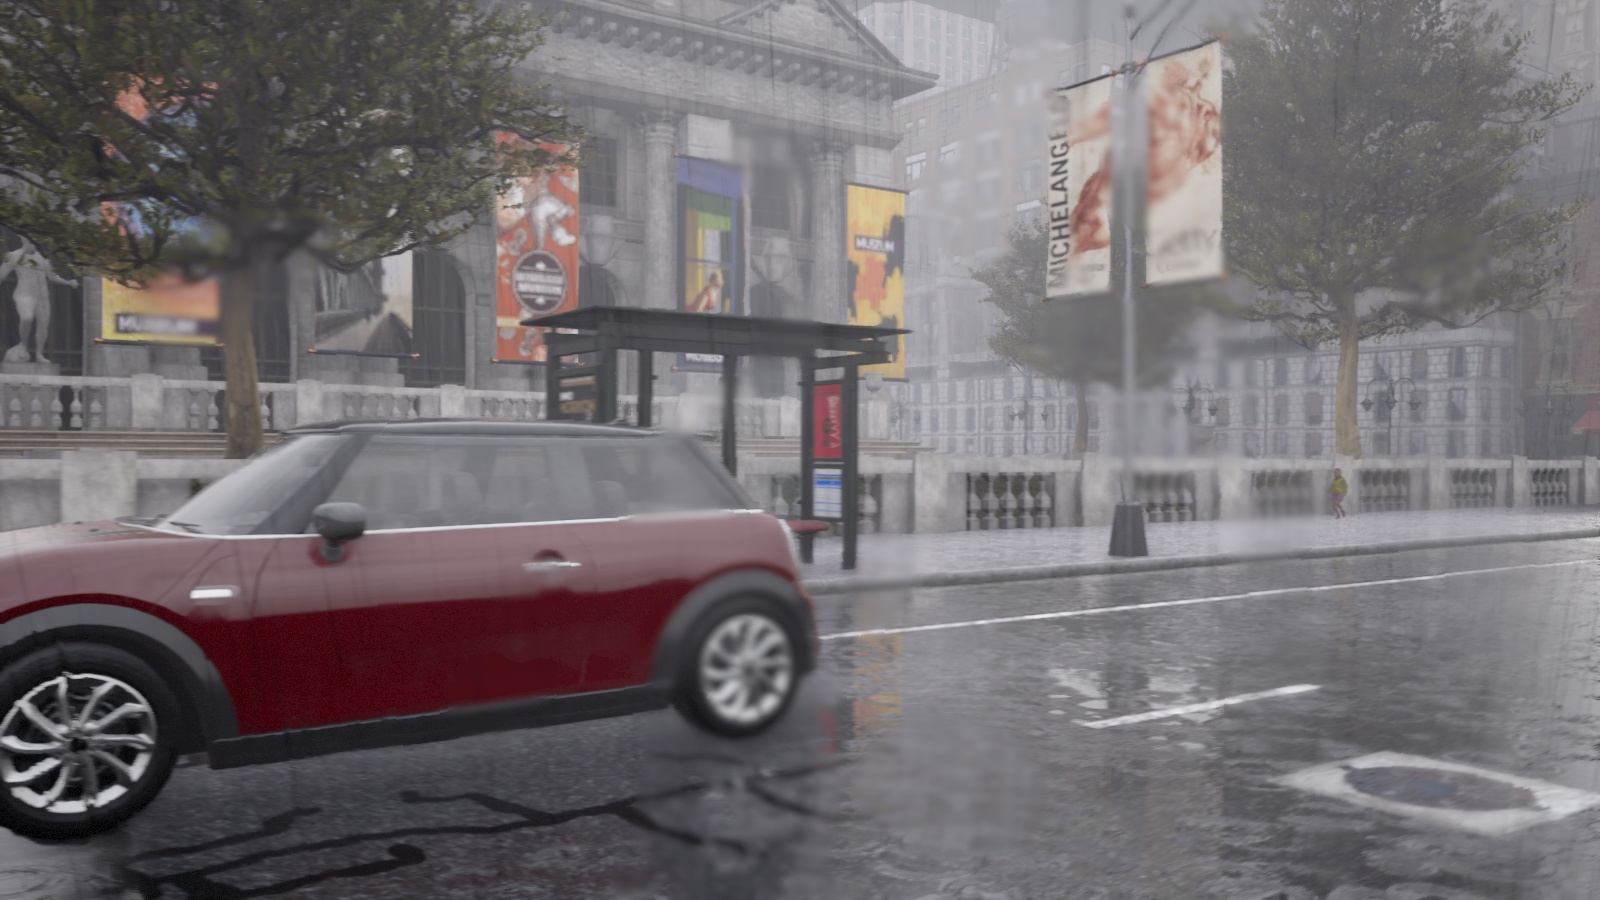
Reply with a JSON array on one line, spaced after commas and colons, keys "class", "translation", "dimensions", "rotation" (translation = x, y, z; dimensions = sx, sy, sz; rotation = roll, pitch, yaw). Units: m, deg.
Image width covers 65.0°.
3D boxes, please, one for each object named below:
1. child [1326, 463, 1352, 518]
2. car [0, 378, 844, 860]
[{"class": "child", "translation": [11.533, 0.867, 26.856], "dimensions": [0.473, 1.160, 0.299], "rotation": [0, 0, -34]}, {"class": "car", "translation": [-2.227, 0.627, 6.374], "dimensions": [4.553, 1.767, 2.097], "rotation": [0, 0, -35]}]
